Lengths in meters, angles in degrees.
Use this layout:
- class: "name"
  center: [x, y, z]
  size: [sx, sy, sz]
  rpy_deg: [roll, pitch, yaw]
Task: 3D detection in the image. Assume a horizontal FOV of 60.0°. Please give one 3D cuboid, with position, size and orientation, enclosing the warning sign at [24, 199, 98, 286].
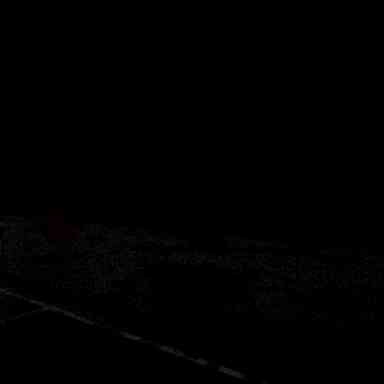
- class: "warning sign"
  center: [-3.130, 1.106, 8.027]
  size: [1.060, 1.860, 1.300]
  rpy_deg: [0, 0, 36]
